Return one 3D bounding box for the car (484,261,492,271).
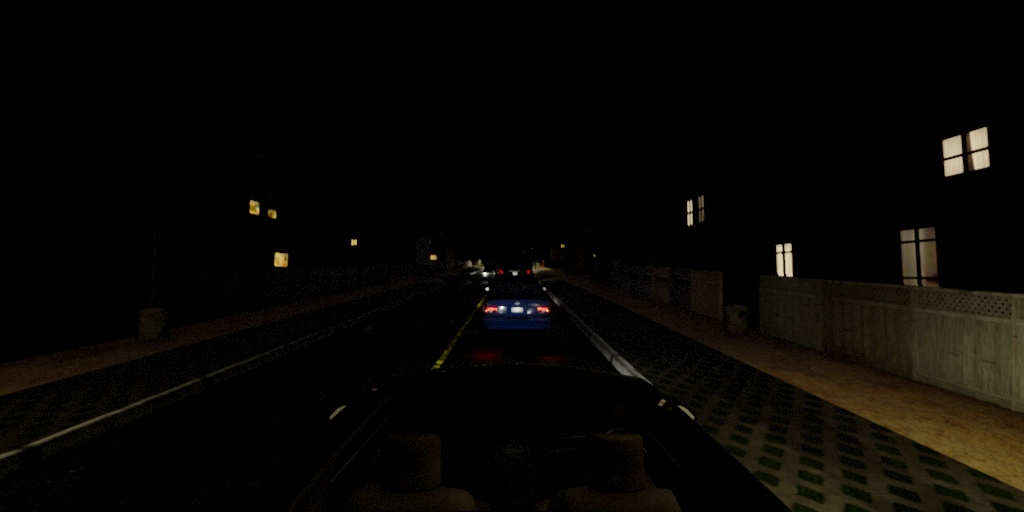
[{"bbox_3d":[-2.733,1.371,48.300,1.882,1.535,5.008,0,0,0],"label":"car"}]

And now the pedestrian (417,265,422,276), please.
[{"bbox_3d":[-9.731,1.198,37.654,0.375,1.860,0.375,0,-3,-1],"label":"pedestrian"}]

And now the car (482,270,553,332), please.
[{"bbox_3d":[0.120,1.311,10.896,2.033,1.411,5.357,0,0,0],"label":"car"}]

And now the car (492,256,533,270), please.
[{"bbox_3d":[0.105,1.011,21.431,2.150,2.045,5.566,0,0,-1],"label":"car"}]
